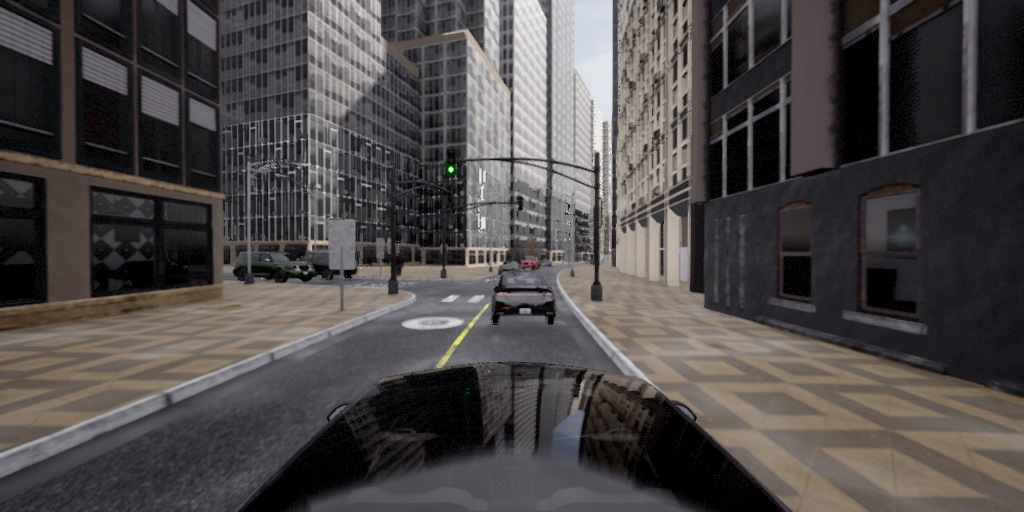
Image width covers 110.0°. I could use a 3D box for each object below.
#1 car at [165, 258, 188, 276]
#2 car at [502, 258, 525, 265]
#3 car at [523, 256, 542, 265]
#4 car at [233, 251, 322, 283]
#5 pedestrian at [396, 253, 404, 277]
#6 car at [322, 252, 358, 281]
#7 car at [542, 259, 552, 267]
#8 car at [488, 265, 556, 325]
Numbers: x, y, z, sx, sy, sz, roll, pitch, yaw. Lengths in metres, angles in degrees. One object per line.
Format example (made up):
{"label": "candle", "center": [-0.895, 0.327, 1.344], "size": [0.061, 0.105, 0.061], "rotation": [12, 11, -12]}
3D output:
{"label": "car", "center": [-27.414, 0.871, 27.813], "size": [4.181, 1.385, 1.994], "rotation": [1, 1, 18]}
{"label": "car", "center": [-0.129, 1.226, 35.908], "size": [1.837, 1.490, 4.892], "rotation": [0, 0, 9]}
{"label": "car", "center": [2.400, 0.977, 49.833], "size": [2.150, 2.045, 5.566], "rotation": [0, 0, 12]}
{"label": "car", "center": [-15.932, 0.713, 24.038], "size": [5.566, 2.045, 2.150], "rotation": [1, 1, 19]}
{"label": "pedestrian", "center": [-8.754, 0.660, 27.848], "size": [0.375, 1.860, 0.375], "rotation": [0, 0, 18]}
{"label": "car", "center": [-14.241, 0.695, 26.711], "size": [5.566, 2.045, 2.150], "rotation": [1, 1, 16]}
{"label": "car", "center": [6.053, 1.303, 64.594], "size": [2.128, 1.511, 4.902], "rotation": [0, 0, 16]}
{"label": "car", "center": [0.264, 1.222, 11.809], "size": [2.128, 1.511, 4.902], "rotation": [0, 0, -2]}
